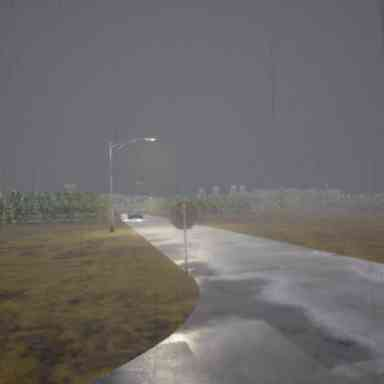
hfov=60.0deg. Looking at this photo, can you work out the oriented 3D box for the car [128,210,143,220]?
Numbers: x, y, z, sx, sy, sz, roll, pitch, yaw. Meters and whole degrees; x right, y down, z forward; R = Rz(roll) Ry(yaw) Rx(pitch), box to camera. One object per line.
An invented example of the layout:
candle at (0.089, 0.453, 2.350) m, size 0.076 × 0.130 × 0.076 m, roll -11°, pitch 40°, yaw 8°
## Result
car at (-8.514, 3.391, 49.805) m, size 1.994 × 1.385 × 4.181 m, roll -2°, pitch -2°, yaw -15°
